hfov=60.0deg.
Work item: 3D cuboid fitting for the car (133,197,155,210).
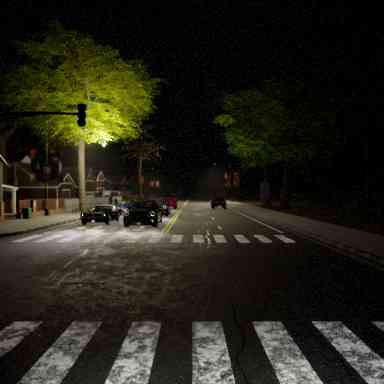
[{"bbox_3d":[-6.364,1.485,44.652,2.128,1.511,4.902,0,0,1],"label":"car"}]

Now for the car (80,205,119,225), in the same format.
[{"bbox_3d":[-6.476,1.594,24.040,1.895,1.301,4.718,0,0,0],"label":"car"}]

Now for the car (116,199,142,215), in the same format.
[{"bbox_3d":[-6.415,1.518,34.211,1.812,1.442,4.674,0,0,0],"label":"car"}]

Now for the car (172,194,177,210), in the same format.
[{"bbox_3d":[-3.122,1.217,44.041,2.150,2.045,5.566,0,0,1],"label":"car"}]

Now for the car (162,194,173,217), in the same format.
[{"bbox_3d":[-3.190,1.344,31.400,2.097,1.767,4.553,0,0,0],"label":"car"}]

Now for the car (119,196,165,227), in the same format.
[{"bbox_3d":[-3.235,1.345,22.542,2.097,1.767,4.553,0,0,0],"label":"car"}]

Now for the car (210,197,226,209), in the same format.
[{"bbox_3d":[3.575,1.499,45.412,1.837,1.490,4.892,0,0,0],"label":"car"}]
